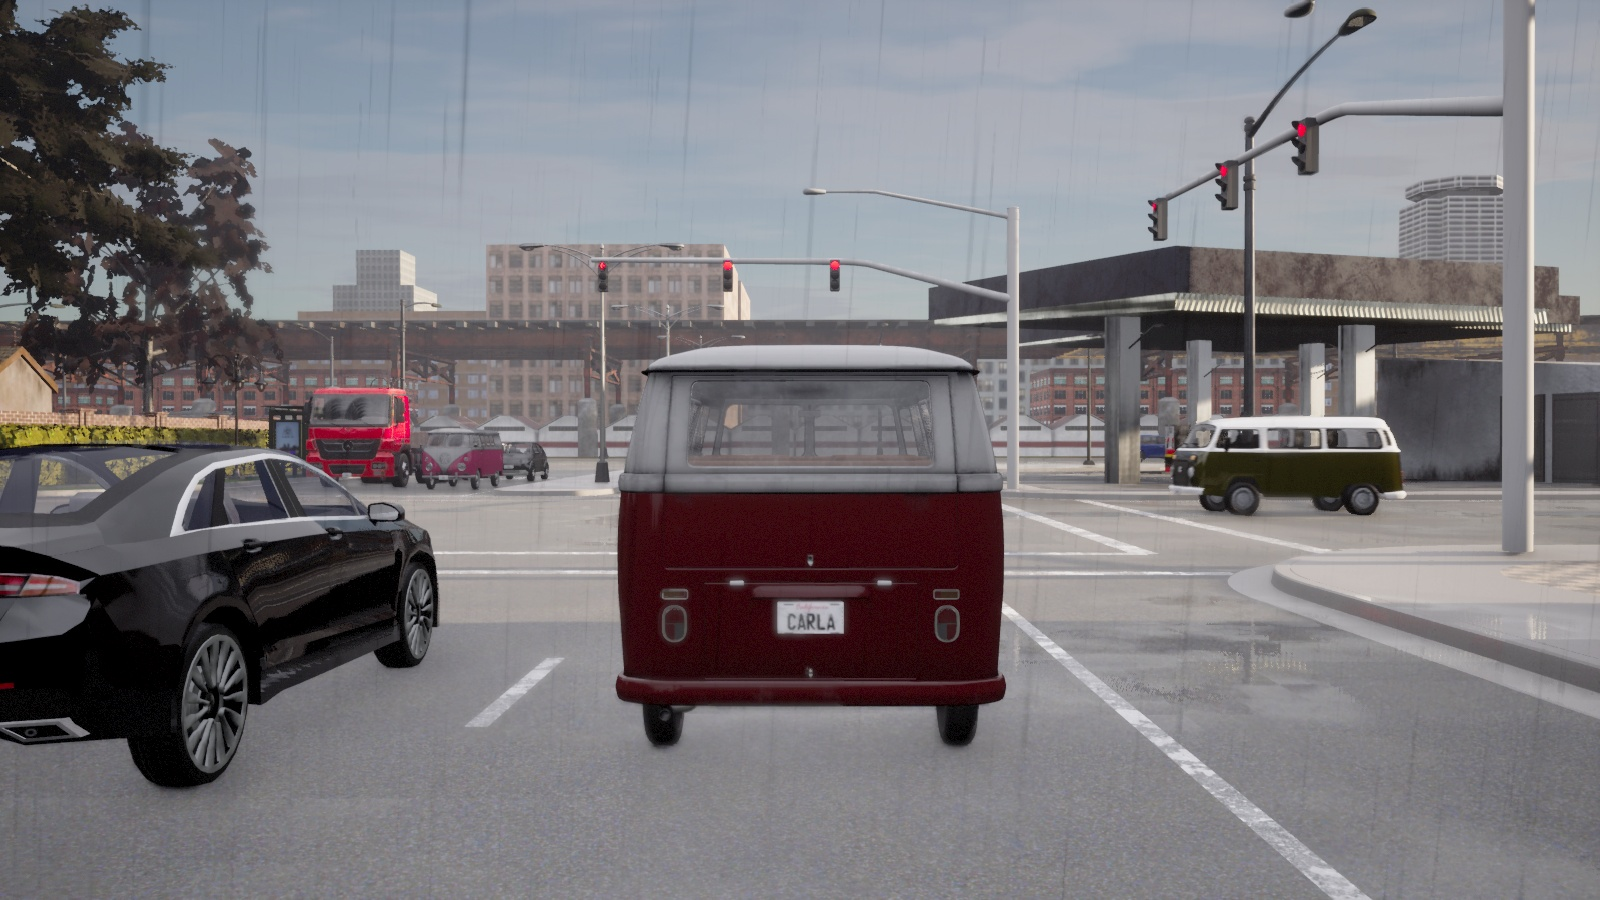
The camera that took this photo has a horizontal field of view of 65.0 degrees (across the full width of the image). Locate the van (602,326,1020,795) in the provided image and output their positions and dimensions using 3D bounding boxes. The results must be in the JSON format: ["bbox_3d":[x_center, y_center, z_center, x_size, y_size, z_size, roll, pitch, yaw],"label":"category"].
[{"bbox_3d":[0.059,0.457,7.547,1.775,1.987,4.442,0,0,0],"label":"van"}]

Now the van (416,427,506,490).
[{"bbox_3d":[-11.240,0.253,41.950,1.775,1.987,4.442,0,0,0],"label":"van"}]

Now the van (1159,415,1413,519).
[{"bbox_3d":[10.036,0.333,26.204,4.480,2.038,2.069,0,0,-1],"label":"van"}]

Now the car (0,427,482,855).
[{"bbox_3d":[-3.445,0.661,6.895,2.128,1.511,4.902,0,0,0],"label":"car"}]

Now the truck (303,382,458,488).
[{"bbox_3d":[-14.767,-0.501,44.943,2.891,3.462,7.936,0,0,0],"label":"truck"}]

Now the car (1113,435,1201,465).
[{"bbox_3d":[25.198,-0.015,88.733,5.566,2.045,2.150,0,0,1],"label":"car"}]

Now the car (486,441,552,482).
[{"bbox_3d":[-11.191,0.433,50.189,1.789,1.549,3.705,0,0,0],"label":"car"}]
